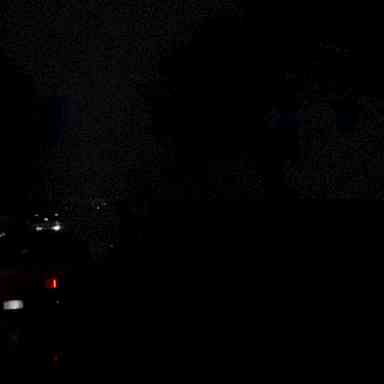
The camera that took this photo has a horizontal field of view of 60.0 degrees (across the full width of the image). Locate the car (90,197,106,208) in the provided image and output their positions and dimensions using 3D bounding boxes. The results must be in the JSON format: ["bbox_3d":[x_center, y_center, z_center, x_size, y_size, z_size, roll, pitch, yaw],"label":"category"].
[{"bbox_3d":[-13.515,1.437,47.644,2.033,1.411,5.357,-1,0,-18],"label":"car"}]

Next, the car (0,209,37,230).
[{"bbox_3d":[-8.013,1.587,13.535,1.994,1.385,4.181,-1,0,-13],"label":"car"}]

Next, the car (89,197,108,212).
[{"bbox_3d":[-10.604,1.452,37.727,1.812,1.442,4.674,-1,0,-14],"label":"car"}]

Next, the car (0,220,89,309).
[{"bbox_3d":[-3.479,1.593,7.727,1.895,1.301,4.718,-1,0,-13],"label":"car"}]

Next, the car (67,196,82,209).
[{"bbox_3d":[-14.702,1.275,41.183,1.812,1.442,4.674,-1,0,-16],"label":"car"}]

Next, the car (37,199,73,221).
[{"bbox_3d":[-10.968,1.547,26.182,2.033,1.411,5.357,-1,0,-13],"label":"car"}]
